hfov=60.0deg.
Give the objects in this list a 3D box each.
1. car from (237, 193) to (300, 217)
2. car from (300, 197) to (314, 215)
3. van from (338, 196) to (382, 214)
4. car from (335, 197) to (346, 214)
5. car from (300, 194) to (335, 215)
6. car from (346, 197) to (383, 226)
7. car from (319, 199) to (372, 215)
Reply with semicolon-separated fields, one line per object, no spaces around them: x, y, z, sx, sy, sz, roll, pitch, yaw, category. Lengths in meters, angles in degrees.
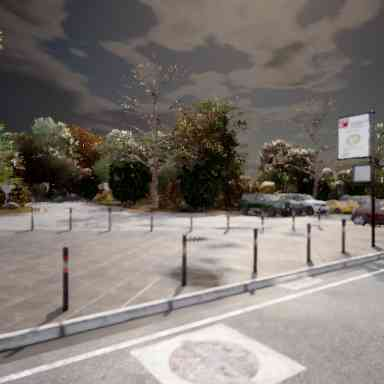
6.624;1.140;30.697;2.435;2.045;5.566;1;-1;-35;car
8.780;1.437;32.262;2.231;1.521;4.892;1;-1;-35;car
20.246;1.553;40.237;1.878;1.987;4.442;2;-1;-35;van
15.612;1.620;37.336;1.946;1.575;5.366;2;-1;-35;car
11.071;1.236;33.867;2.435;2.045;5.566;1;-1;-35;car
11.943;1.248;19.495;2.185;1.767;4.553;1;-1;-35;car
17.785;1.693;38.869;1.946;1.575;5.366;2;-1;-35;car
